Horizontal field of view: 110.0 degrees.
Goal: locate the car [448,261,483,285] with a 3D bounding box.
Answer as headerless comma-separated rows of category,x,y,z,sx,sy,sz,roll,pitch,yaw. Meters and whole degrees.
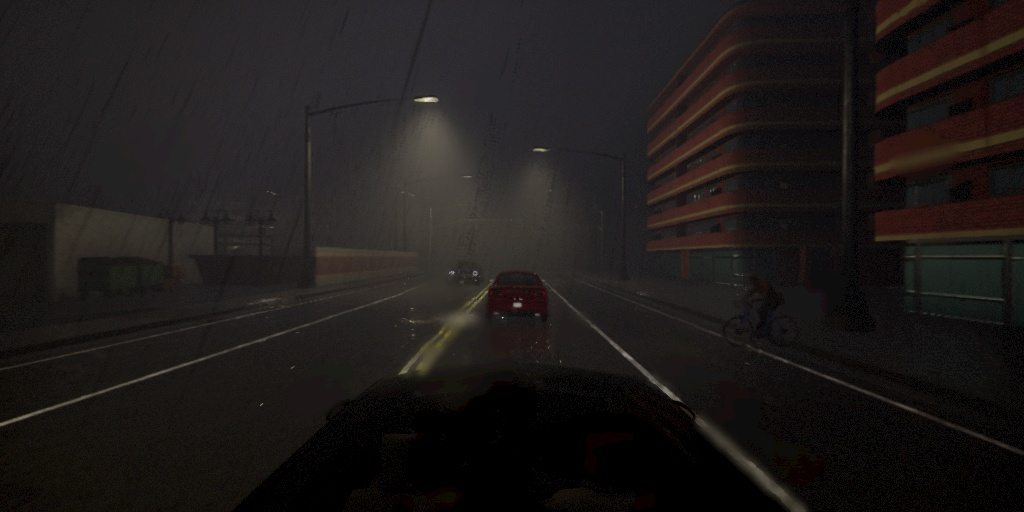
car,-3.237,1.163,26.004,2.097,1.767,4.553,0,0,1

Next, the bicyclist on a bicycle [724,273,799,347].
bicyclist on a bicycle,5.466,1.193,7.872,1.656,1.620,0.582,-1,0,1

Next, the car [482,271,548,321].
car,0.193,1.247,12.682,1.882,1.535,5.008,0,0,1
